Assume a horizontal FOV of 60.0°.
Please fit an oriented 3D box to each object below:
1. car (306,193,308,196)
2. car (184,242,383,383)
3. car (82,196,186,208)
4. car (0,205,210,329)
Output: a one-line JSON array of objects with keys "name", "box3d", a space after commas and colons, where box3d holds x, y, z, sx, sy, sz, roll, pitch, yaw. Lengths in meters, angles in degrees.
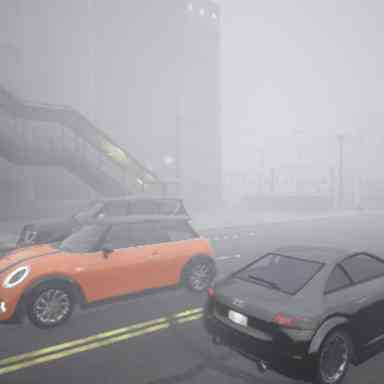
[{"name": "car", "box3d": [19.187, 0.961, 58.004, 4.193, 1.474, 1.816, -1, 0, -36]}, {"name": "car", "box3d": [2.208, 1.521, 5.303, 4.181, 1.385, 1.994, -1, 0, -35]}, {"name": "car", "box3d": [-2.524, 1.186, 10.769, 5.566, 2.045, 2.150, -1, 0, -35]}, {"name": "car", "box3d": [-1.722, 1.329, 7.047, 4.553, 1.767, 2.097, -1, 0, -35]}]
